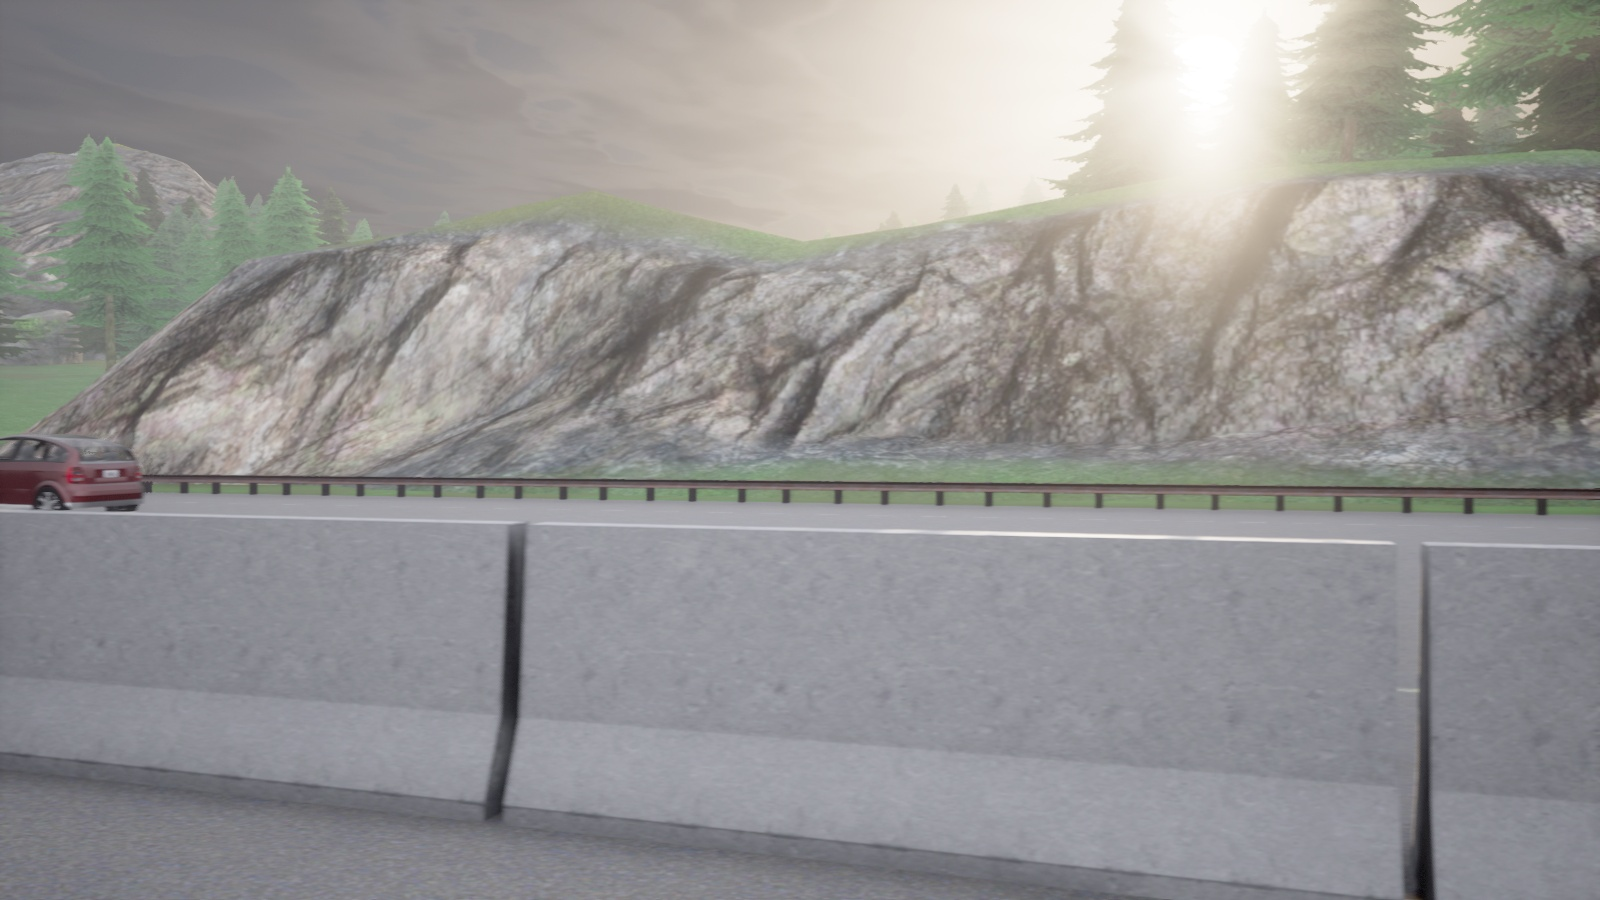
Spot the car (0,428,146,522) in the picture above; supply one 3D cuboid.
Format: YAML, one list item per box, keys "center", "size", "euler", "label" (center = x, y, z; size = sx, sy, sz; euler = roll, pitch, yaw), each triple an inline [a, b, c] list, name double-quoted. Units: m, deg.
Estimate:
- center: [-13.990, 0.393, 22.669]
  size: [3.705, 1.549, 1.789]
  euler: [1, 1, 19]
  label: "car"

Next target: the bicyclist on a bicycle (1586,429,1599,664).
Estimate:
- center: [6.326, 0.668, 8.449]
  size: [1.656, 1.620, 0.582]
  euler: [0, 1, 19]
  label: "bicyclist on a bicycle"
